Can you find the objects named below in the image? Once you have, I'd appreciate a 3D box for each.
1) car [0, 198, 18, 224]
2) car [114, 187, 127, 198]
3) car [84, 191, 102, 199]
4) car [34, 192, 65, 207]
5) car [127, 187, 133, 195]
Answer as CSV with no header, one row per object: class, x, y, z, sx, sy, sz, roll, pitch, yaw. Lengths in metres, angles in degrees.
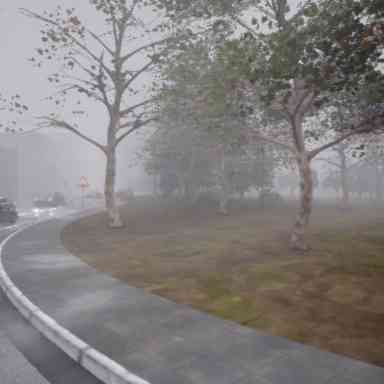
car,-12.182,1.366,20.040,1.812,1.442,4.674,0,1,-8
car,-13.585,0.343,60.090,1.882,1.535,5.008,0,1,-1
car,-16.795,0.521,56.621,1.994,1.385,4.181,0,1,0
car,-16.434,0.772,38.509,2.097,1.767,4.553,0,1,-1
car,-13.802,-0.204,70.473,2.097,1.767,4.553,0,1,-1
